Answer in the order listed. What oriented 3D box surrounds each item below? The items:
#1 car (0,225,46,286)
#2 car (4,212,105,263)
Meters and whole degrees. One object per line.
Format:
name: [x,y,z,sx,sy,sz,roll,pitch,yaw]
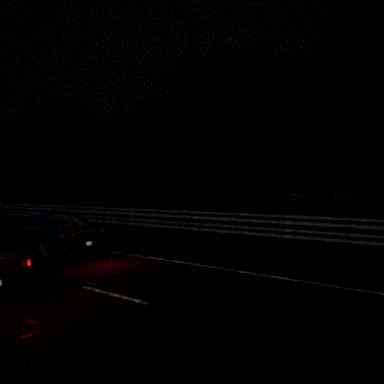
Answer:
car: [-5.812,1.586,8.092,4.718,1.301,1.895,0,0,36]
car: [-5.274,1.460,12.022,5.008,1.535,1.882,0,0,36]
